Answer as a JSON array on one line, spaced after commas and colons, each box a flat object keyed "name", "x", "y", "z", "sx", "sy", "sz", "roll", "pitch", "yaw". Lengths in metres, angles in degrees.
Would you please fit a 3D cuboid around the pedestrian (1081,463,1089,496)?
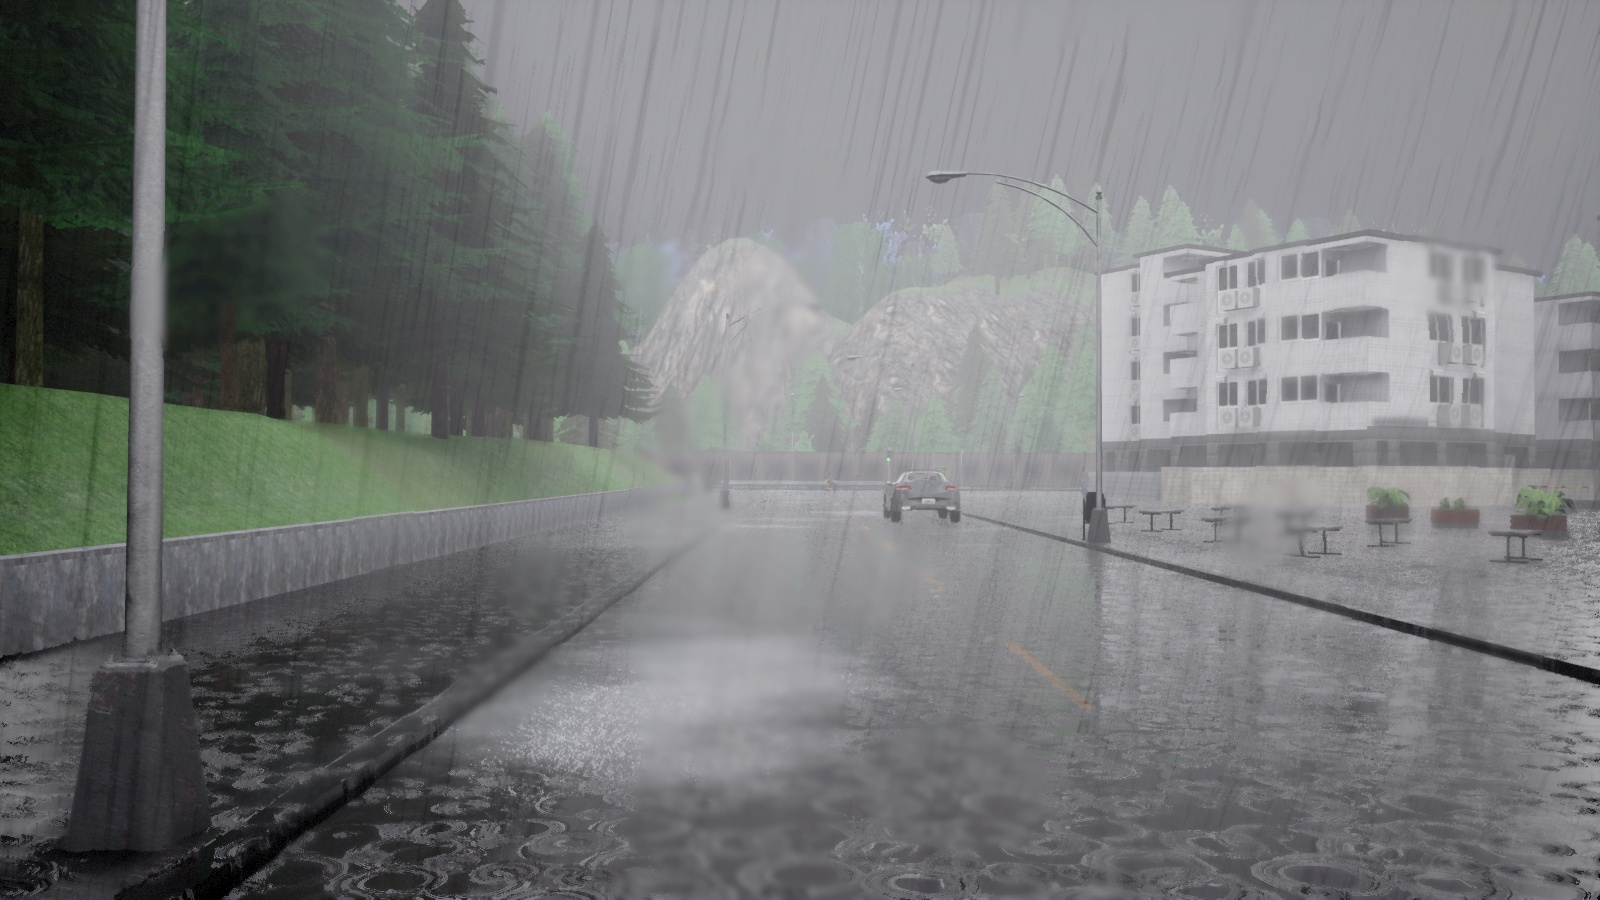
[{"name": "pedestrian", "x": 16.100, "y": 1.648, "z": 70.943, "sx": 0.354, "sy": 1.836, "sz": 0.706, "roll": 0, "pitch": -1, "yaw": 9}]

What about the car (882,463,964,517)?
[{"name": "car", "x": 3.908, "y": 1.260, "z": 40.737, "sx": 2.152, "sy": 1.651, "sz": 5.027, "roll": 0, "pitch": -1, "yaw": 0}]
